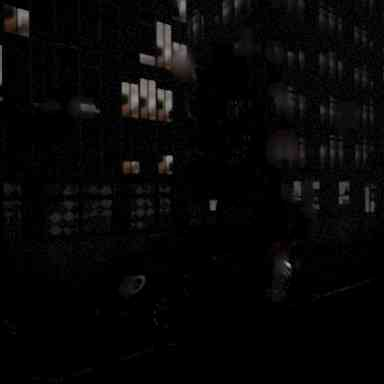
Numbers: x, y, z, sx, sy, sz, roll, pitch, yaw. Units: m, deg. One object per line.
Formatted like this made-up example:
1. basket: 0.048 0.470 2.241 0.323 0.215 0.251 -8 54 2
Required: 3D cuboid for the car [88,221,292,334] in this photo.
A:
1. car: 0.070 1.418 6.620 4.097 1.590 1.967 0 0 -35
